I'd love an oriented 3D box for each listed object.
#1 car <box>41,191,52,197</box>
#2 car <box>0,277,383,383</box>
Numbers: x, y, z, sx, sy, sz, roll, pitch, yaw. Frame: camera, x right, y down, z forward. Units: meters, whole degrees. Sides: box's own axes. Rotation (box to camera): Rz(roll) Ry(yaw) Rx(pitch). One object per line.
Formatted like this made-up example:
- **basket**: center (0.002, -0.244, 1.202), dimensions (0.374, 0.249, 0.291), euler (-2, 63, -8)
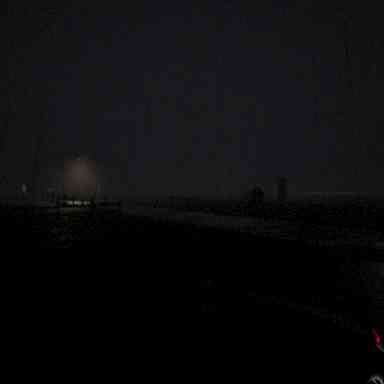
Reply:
- **car**: center (-35.526, 0.409, 81.165), dimensions (1.837, 1.490, 4.892), euler (-1, 1, -35)
- **car**: center (-0.101, 1.564, 2.872), dimensions (4.181, 1.385, 1.994), euler (0, 0, -35)
